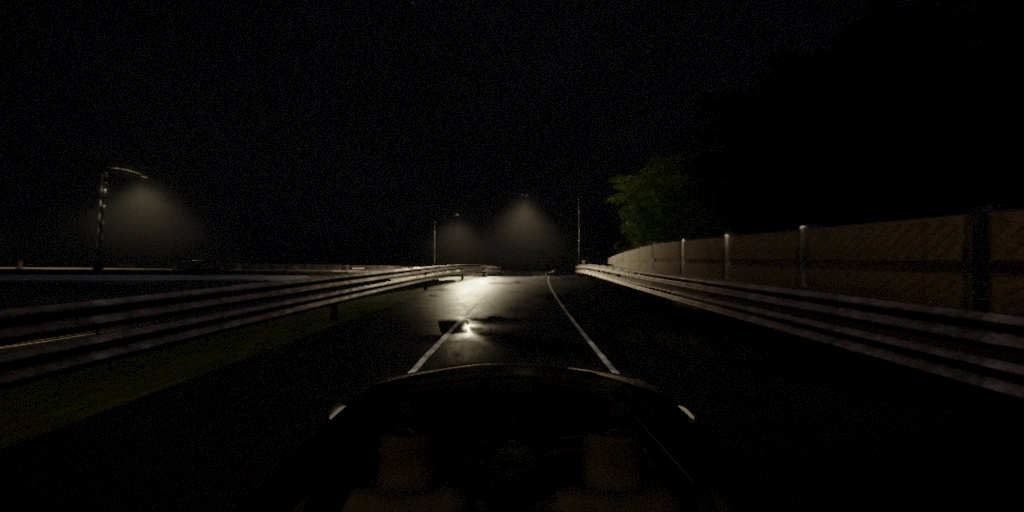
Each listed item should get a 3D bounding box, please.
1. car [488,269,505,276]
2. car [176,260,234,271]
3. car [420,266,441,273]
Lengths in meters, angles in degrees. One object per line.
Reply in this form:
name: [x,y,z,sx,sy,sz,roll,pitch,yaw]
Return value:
car: [-3.665,2.794,61.886,2.033,1.411,5.357,-3,-5,43]
car: [-33.558,1.208,39.235,4.902,1.511,2.128,2,-4,-27]
car: [-12.787,2.245,53.268,4.674,1.442,1.812,3,-4,-41]
